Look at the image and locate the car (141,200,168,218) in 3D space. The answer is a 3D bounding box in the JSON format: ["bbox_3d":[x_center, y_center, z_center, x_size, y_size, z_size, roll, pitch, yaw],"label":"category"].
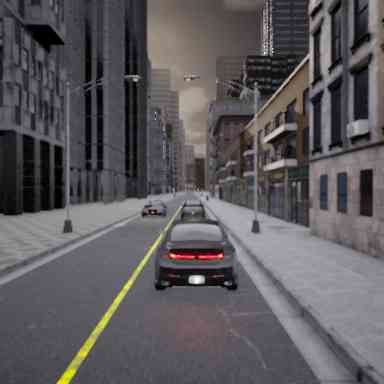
[{"bbox_3d":[-3.101,1.404,28.332,1.994,1.385,4.181,0,0,0],"label":"car"}]

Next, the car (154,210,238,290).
[{"bbox_3d":[0.099,1.450,8.908,1.837,1.490,4.892,0,0,0],"label":"car"}]

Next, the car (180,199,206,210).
[{"bbox_3d":[0.093,1.339,26.926,2.128,1.511,4.902,0,0,0],"label":"car"}]
